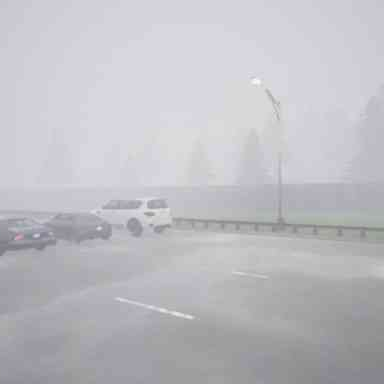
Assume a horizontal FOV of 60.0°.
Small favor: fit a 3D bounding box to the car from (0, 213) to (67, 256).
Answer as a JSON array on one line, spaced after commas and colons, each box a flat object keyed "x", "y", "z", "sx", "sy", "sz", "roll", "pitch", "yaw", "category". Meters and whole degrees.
[{"x": -7.760, "y": 1.677, "z": 13.683, "sx": 5.357, "sy": 1.411, "sz": 2.033, "roll": -1, "pitch": 0, "yaw": 35, "category": "car"}]

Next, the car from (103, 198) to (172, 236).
[{"x": -3.723, "y": 1.346, "z": 19.401, "sx": 5.566, "sy": 2.045, "sz": 2.150, "roll": 0, "pitch": 0, "yaw": 35, "category": "car"}]

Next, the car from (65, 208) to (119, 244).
[{"x": -5.980, "y": 1.696, "z": 16.719, "sx": 4.181, "sy": 1.385, "sz": 1.994, "roll": -1, "pitch": 0, "yaw": 35, "category": "car"}]
